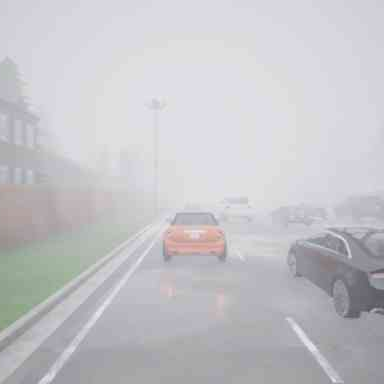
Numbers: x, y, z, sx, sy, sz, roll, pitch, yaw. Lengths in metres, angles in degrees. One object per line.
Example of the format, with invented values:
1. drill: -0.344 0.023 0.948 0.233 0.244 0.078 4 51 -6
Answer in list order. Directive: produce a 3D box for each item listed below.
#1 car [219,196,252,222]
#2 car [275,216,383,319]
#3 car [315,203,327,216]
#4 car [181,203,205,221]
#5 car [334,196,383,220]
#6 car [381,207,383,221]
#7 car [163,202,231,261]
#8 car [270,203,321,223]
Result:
1. car: 3.576 1.356 27.994 2.150 2.045 5.566 0 0 0
2. car: 3.583 1.529 7.390 2.128 1.511 4.902 0 0 0
3. car: 10.574 1.671 29.981 1.812 1.442 4.674 0 0 0
4. car: 0.073 1.707 29.609 1.994 1.385 4.181 0 0 0
5. car: 14.076 1.358 28.075 2.150 2.045 5.566 0 0 0
6. car: 10.573 1.596 14.443 1.812 1.442 4.674 0 0 0
7. car: 0.086 1.413 12.645 2.097 1.767 4.553 0 0 0
8. car: 7.076 1.664 24.011 2.033 1.411 5.357 0 0 0
